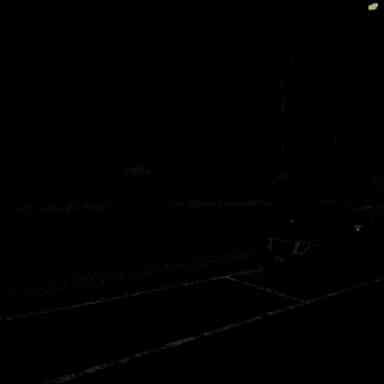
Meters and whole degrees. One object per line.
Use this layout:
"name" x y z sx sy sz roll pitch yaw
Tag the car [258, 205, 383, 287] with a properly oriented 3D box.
"car" 4.163 1.313 9.503 5.009 1.841 2.192 0 0 -35
